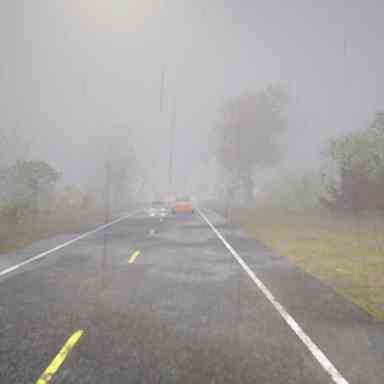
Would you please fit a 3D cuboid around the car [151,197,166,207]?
[{"bbox_3d":[-4.834,1.439,48.424,1.895,1.301,4.718,-1,0,-2],"label":"car"}]

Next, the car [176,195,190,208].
[{"bbox_3d":[-1.251,1.323,46.965,1.882,1.535,5.008,-1,0,-1],"label":"car"}]

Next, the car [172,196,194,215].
[{"bbox_3d":[-0.893,1.228,33.080,2.097,1.767,4.553,-1,0,-2],"label":"car"}]
